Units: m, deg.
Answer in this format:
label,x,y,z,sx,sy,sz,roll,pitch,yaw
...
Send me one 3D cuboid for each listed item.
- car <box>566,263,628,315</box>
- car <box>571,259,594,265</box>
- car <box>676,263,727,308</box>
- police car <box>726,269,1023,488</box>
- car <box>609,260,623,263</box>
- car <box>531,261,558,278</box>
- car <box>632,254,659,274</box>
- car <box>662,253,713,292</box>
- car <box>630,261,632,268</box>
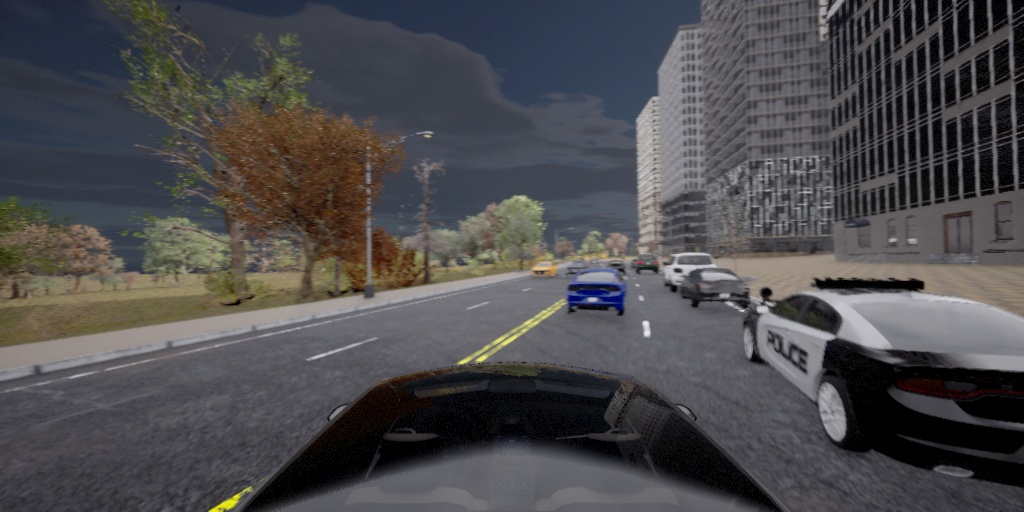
label,x,y,z,sx,sy,sz,roll,pitch,yaw
car,3.317,1.208,13.621,1.882,1.535,5.008,-1,0,19
car,6.406,1.311,34.545,2.033,1.411,5.357,-1,0,17
car,7.905,1.173,14.273,1.812,1.442,4.674,-1,0,19
police car,4.660,1.098,4.831,1.930,1.638,5.238,-1,0,19
car,11.229,1.203,38.681,1.837,1.490,4.892,-1,0,16
car,3.245,1.302,35.341,1.882,1.535,5.008,-1,0,17
car,14.716,0.864,39.354,2.150,2.045,5.566,-1,0,16
car,9.804,0.860,20.055,2.150,2.045,5.566,-1,0,18
car,18.478,1.138,52.871,2.128,1.511,4.902,-1,0,15
